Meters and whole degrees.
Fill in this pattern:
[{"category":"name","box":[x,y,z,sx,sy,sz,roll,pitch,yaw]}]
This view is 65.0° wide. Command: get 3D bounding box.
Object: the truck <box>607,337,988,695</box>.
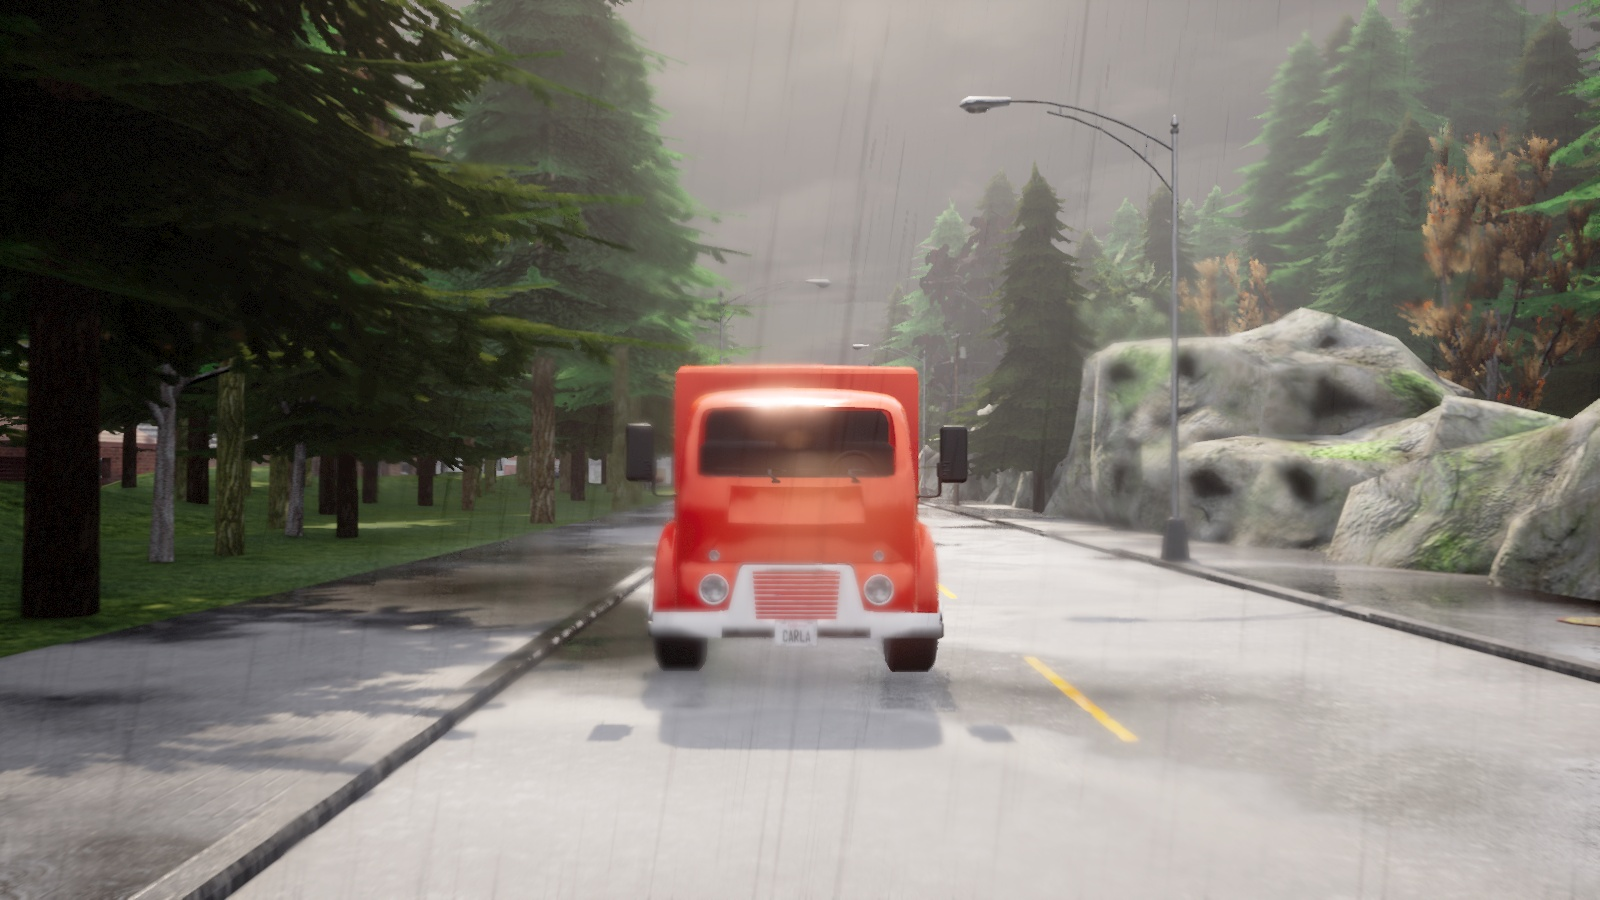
[{"category":"truck","box":[-0.029,0.526,11.296,2.627,2.467,5.204,0,-2,0]}]
